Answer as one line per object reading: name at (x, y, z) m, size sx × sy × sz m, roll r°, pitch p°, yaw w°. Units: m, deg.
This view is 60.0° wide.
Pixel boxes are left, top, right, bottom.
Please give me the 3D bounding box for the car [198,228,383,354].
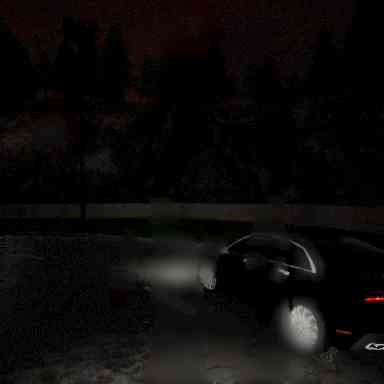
car at (1.772, 1.434, 6.175) m, size 1.837 × 1.490 × 4.892 m, roll 0°, pitch 0°, yaw -24°
